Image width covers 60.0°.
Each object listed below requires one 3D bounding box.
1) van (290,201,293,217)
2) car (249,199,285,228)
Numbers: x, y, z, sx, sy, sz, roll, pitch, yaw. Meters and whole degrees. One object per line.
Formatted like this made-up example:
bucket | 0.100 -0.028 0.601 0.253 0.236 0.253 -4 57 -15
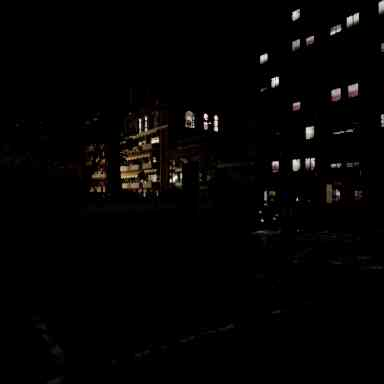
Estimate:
van | 7.171 1.645 30.215 1.690 1.788 3.998 -1 0 -36
car | 3.962 1.503 24.813 2.150 2.045 5.566 0 -1 -36
